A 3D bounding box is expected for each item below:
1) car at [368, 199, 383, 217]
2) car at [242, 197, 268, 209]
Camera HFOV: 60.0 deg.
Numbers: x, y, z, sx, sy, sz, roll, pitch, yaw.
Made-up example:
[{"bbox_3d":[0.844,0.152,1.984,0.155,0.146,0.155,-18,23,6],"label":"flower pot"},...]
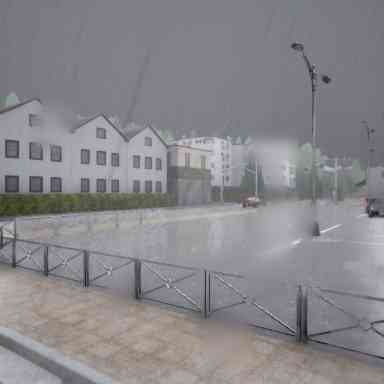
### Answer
[{"bbox_3d":[15.488,1.298,26.767,2.007,1.523,4.514,0,0,35],"label":"car"},{"bbox_3d":[8.104,1.334,42.799,1.812,1.442,4.674,0,0,36],"label":"car"}]
